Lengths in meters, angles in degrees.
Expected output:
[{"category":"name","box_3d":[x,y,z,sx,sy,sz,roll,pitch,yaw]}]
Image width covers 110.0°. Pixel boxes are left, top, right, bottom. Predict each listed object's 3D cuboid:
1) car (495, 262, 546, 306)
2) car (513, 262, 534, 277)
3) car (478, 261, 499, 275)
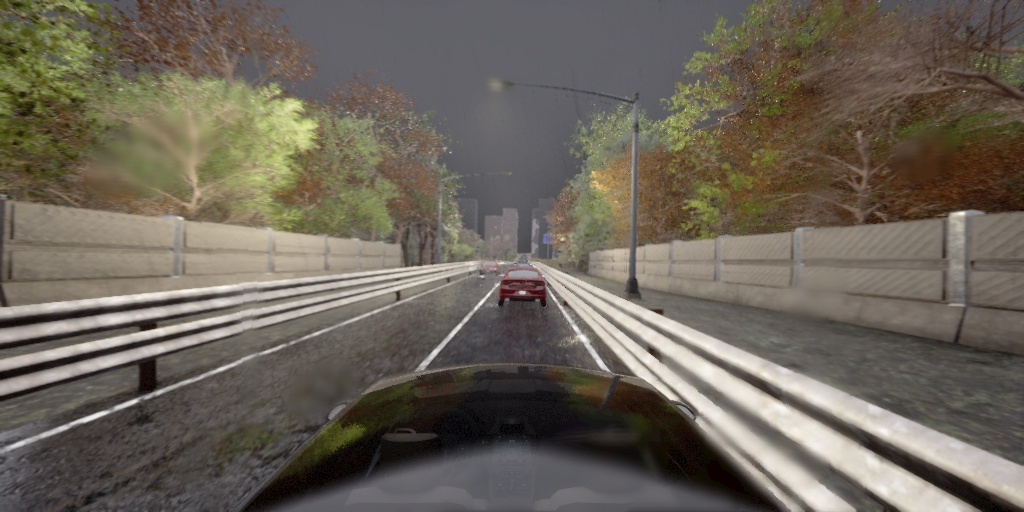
[{"category":"car","box_3d":[0.475,1.234,16.010,1.882,1.535,5.008,1,0,2]},{"category":"car","box_3d":[1.176,1.352,37.280,1.994,1.385,4.181,1,0,2]},{"category":"car","box_3d":[-2.255,1.238,37.284,1.812,1.442,4.674,1,0,2]}]
